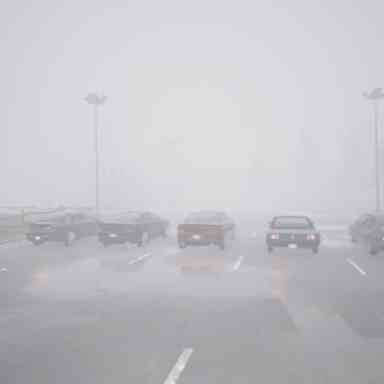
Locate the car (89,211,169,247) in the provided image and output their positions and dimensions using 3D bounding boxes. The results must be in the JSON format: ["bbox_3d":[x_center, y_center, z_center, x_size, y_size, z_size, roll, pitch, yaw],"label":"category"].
[{"bbox_3d":[-2.588,1.621,15.941,1.882,1.535,5.008,-1,0,15],"label":"car"}]

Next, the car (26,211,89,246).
[{"bbox_3d":[-6.018,1.714,16.660,1.837,1.490,4.892,-1,0,15],"label":"car"}]

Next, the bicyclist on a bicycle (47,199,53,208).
[{"bbox_3d":[-24.139,2.068,57.048,0.582,1.620,1.656,-1,0,-6],"label":"bicyclist on a bicycle"}]

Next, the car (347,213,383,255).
[{"bbox_3d":[7.447,1.498,12.829,2.033,1.411,5.357,-1,0,15],"label":"car"}]

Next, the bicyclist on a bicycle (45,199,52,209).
[{"bbox_3d":[-24.582,2.075,57.002,0.582,1.620,1.656,-1,0,-6],"label":"bicyclist on a bicycle"}]

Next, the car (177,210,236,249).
[{"bbox_3d":[0.797,1.557,15.055,1.882,1.535,5.008,-1,0,15],"label":"car"}]

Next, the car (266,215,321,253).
[{"bbox_3d":[4.091,1.615,13.820,1.895,1.301,4.718,-1,0,15],"label":"car"}]
